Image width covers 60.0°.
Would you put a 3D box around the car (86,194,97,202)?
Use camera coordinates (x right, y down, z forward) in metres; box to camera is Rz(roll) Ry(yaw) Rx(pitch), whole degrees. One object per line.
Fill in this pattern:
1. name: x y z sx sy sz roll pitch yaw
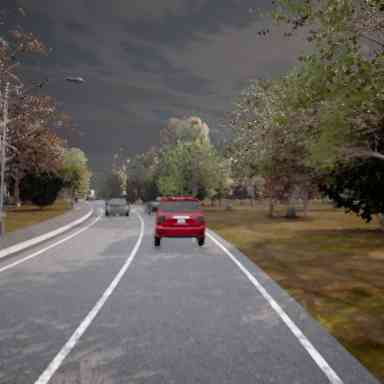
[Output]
1. car: -20.916 1.254 69.196 1.812 1.442 4.674 2 0 -25

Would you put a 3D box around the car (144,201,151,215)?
1. car: -3.820 1.577 34.291 2.033 1.411 5.357 1 0 -14

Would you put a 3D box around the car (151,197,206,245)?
1. car: -0.690 1.243 15.772 2.150 2.045 5.566 1 0 -6

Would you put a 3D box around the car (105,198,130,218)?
1. car: -6.694 1.320 30.053 2.097 1.767 4.553 1 0 -12
